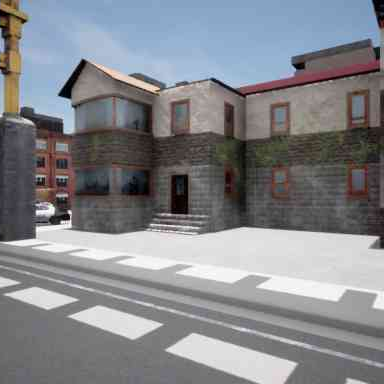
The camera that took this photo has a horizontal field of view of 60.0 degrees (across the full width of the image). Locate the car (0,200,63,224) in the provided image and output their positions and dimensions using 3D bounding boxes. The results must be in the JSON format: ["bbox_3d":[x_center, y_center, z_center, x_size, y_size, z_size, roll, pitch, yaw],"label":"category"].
[{"bbox_3d":[-12.077,1.453,25.492,2.038,1.542,4.974,0,0,5],"label":"car"}]

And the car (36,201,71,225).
[{"bbox_3d":[-10.700,1.295,22.028,4.536,1.218,1.853,0,0,-25],"label":"car"}]

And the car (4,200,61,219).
[{"bbox_3d":[-12.072,1.295,25.544,1.853,1.218,4.536,0,0,5],"label":"car"}]
